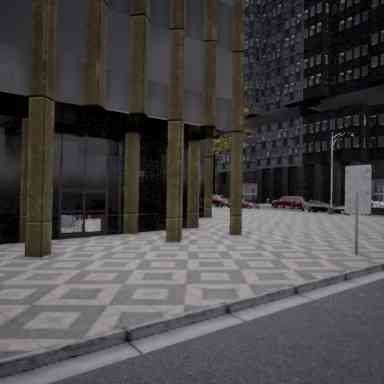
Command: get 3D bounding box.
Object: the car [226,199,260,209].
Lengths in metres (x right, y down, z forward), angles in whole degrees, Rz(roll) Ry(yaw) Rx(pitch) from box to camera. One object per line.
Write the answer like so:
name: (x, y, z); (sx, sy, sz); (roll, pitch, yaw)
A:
car: (6.843, 1.574, 42.838); (1.802, 1.307, 4.206); (1, -1, -35)

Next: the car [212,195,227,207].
car: (3.659, 1.315, 47.340); (2.192, 1.841, 5.009); (1, -1, -35)

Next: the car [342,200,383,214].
car: (20.168, 1.713, 38.779); (2.008, 1.369, 4.403); (1, -1, -35)

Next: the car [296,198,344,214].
car: (13.219, 1.543, 33.843); (1.947, 1.339, 4.313); (1, -1, -35)

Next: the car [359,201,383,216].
car: (16.407, 1.521, 29.345); (2.008, 1.369, 4.403); (1, -1, -35)

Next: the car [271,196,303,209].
car: (13.796, 1.492, 47.776); (2.192, 1.841, 5.009); (1, -1, -35)

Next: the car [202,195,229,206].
car: (4.233, 1.516, 61.269); (2.192, 1.841, 5.009); (1, -1, -35)
